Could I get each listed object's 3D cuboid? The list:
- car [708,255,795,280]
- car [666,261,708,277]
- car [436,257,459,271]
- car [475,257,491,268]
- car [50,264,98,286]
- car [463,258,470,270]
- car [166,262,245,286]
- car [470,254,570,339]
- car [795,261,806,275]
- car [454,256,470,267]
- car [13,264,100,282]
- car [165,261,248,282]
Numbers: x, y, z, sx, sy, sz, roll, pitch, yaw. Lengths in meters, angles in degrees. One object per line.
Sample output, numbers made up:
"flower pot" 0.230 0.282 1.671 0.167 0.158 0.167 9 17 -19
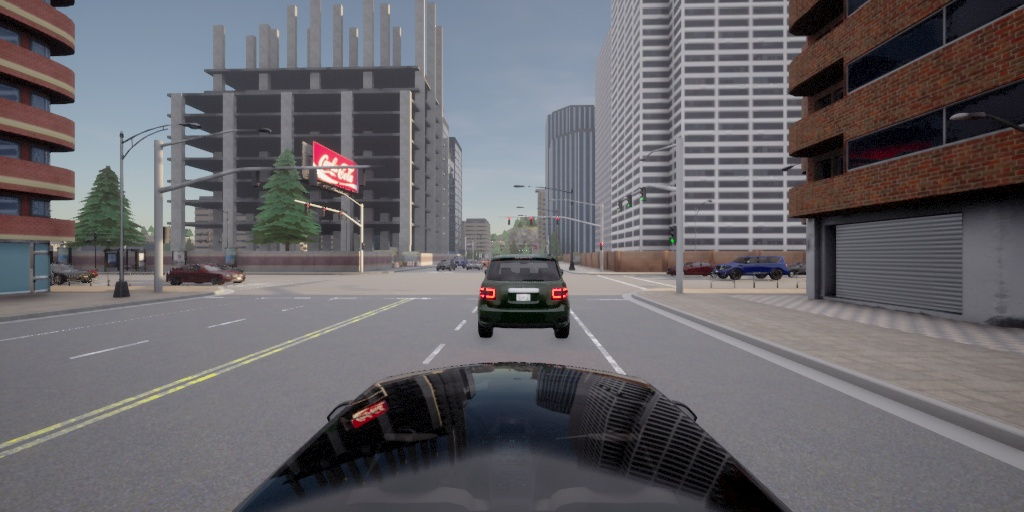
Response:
"car" 20.226 0.971 30.477 5.566 2.045 2.150 0 0 2
"car" 17.310 1.227 34.071 5.008 1.535 1.882 0 0 2
"car" -8.880 1.254 48.524 1.837 1.490 4.892 0 0 2
"car" -4.871 1.101 61.260 2.097 1.767 4.553 0 0 2
"car" -32.006 1.256 24.976 4.892 1.490 1.837 -1 0 2
"car" -5.276 1.350 51.160 1.895 1.301 4.718 0 0 2
"car" -21.004 1.275 24.615 4.674 1.442 1.812 0 0 2
"car" 0.338 0.971 10.283 2.150 2.045 5.566 0 0 2
"car" 27.240 1.241 33.737 4.902 1.511 2.128 0 0 2
"car" -8.497 0.970 58.372 2.150 2.045 5.566 0 0 1
"car" -36.230 1.350 28.615 4.718 1.301 1.895 0 0 2
"car" -23.963 1.227 28.223 5.008 1.535 1.882 0 0 2
